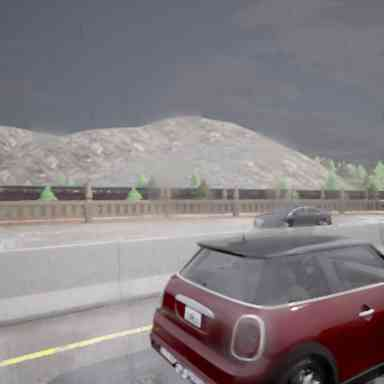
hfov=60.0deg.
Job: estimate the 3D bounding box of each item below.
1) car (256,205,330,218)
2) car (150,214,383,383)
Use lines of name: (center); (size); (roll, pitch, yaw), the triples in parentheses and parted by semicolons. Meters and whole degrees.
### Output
car: (5.870, 1.524, 19.264); (4.902, 1.511, 2.128); (0, 0, -26)
car: (1.792, 1.361, 4.706); (4.553, 1.767, 2.097); (0, 0, -33)
